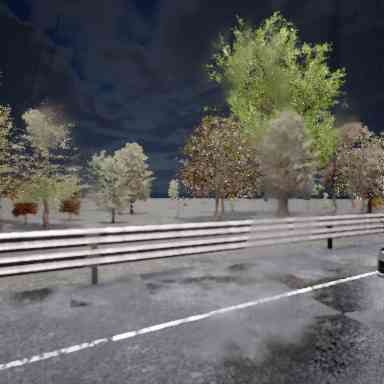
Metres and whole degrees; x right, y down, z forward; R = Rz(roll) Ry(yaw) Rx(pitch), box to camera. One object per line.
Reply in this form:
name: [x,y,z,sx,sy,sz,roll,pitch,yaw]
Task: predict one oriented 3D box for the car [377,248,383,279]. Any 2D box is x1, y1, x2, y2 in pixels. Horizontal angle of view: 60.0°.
car: [6.551,1.611,8.300,4.902,1.511,2.128,1,-1,-35]
